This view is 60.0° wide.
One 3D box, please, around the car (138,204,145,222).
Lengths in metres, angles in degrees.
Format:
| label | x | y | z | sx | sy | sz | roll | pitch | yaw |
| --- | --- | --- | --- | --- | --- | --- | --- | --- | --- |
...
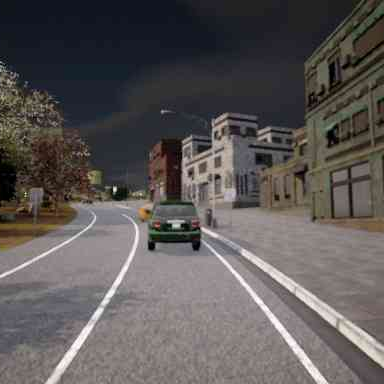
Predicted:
| label | x | y | z | sx | sy | sz | roll | pitch | yaw |
| --- | --- | --- | --- | --- | --- | --- | --- | --- | --- |
| car | -3.869 | 1.835 | 30.552 | 1.882 | 1.535 | 5.008 | 1 | -1 | -15 |

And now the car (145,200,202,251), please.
| label | x | y | z | sx | sy | sz | roll | pitch | yaw |
| --- | --- | --- | --- | --- | --- | --- | --- | --- | --- |
| car | -0.926 | 1.386 | 15.159 | 2.150 | 2.045 | 5.566 | 1 | -1 | -7 |

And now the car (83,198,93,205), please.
| label | x | y | z | sx | sy | sz | roll | pitch | yaw |
| --- | --- | --- | --- | --- | --- | --- | --- | --- | --- |
| car | -21.597 | 1.977 | 68.899 | 1.895 | 1.301 | 4.718 | 2 | -1 | -19 |
